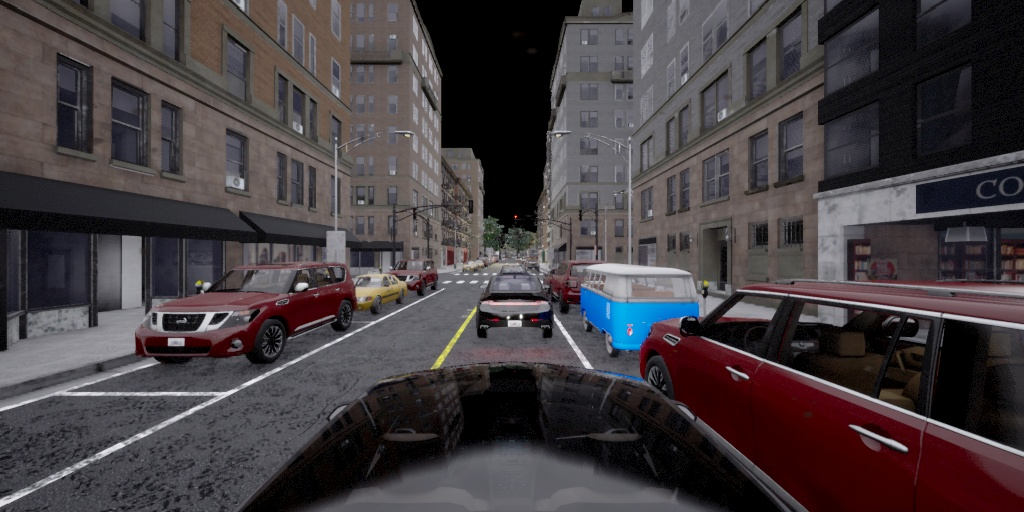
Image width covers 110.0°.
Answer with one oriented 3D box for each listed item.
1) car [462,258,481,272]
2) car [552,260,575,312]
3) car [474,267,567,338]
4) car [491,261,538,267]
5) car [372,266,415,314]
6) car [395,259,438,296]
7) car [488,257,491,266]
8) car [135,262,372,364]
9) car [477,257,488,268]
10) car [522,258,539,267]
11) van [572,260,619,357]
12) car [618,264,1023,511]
[{"bbox_3d":[-5.383,1.272,46.468,1.751,1.417,4.829,0,0,0],"label":"car"},{"bbox_3d":[2.646,1.064,13.945,2.192,1.841,5.009,0,0,0],"label":"car"},{"bbox_3d":[0.079,1.241,10.140,2.128,1.511,4.902,0,0,0],"label":"car"},{"bbox_3d":[0.082,1.240,20.191,2.128,1.511,4.902,0,0,-1],"label":"car"},{"bbox_3d":[-5.391,1.275,13.782,1.751,1.417,4.829,0,0,0],"label":"car"},{"bbox_3d":[-5.388,1.063,19.631,2.192,1.841,5.009,0,0,0],"label":"car"},{"bbox_3d":[-5.365,1.061,63.084,2.192,1.841,5.009,0,0,0],"label":"car"},{"bbox_3d":[-5.394,1.064,8.274,2.192,1.841,5.009,0,0,0],"label":"car"},{"bbox_3d":[-5.371,1.272,57.432,1.751,1.417,4.829,0,0,0],"label":"car"},{"bbox_3d":[2.670,1.297,46.633,2.007,1.370,4.403,0,0,0],"label":"car"},{"bbox_3d":[2.642,1.091,8.266,1.690,1.789,3.998,0,0,0],"label":"van"},{"bbox_3d":[2.638,1.065,2.587,2.192,1.841,5.009,0,0,0],"label":"car"}]
